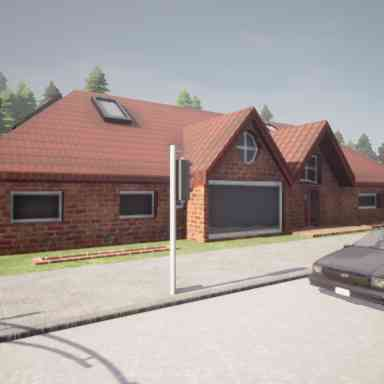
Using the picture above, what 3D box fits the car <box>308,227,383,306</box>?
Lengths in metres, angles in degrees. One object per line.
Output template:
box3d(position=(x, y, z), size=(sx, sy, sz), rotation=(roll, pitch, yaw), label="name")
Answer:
box3d(position=(5.161, 1.547, 7.902), size=(5.357, 1.411, 2.033), rotation=(0, 0, -33), label="car")
